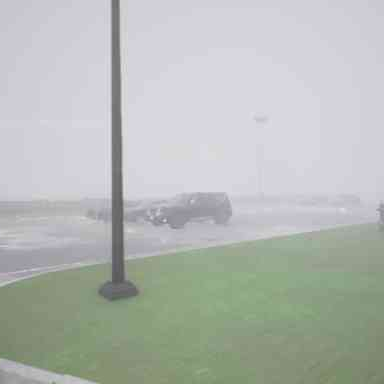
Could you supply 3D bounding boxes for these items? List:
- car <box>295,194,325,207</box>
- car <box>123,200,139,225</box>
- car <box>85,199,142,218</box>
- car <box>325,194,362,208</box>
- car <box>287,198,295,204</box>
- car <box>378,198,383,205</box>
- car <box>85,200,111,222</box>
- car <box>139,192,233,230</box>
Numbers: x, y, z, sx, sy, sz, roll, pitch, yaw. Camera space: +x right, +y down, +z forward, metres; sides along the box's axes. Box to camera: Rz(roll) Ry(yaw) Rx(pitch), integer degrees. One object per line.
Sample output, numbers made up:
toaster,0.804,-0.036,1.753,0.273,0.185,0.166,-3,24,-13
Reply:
car,14.976,0.982,40.563,4.674,1.442,1.812,-1,1,-38
car,-2.501,1.259,22.186,5.008,1.535,1.882,-1,1,-39
car,-6.542,1.316,27.916,4.181,1.385,1.994,-1,1,-39
car,17.745,0.964,38.294,4.892,1.490,1.837,-1,1,-38
car,14.882,1.012,44.946,4.718,1.301,1.895,-1,1,-38
car,23.547,0.961,38.390,5.357,1.411,2.033,-1,1,-38
car,-5.011,1.322,24.662,5.357,1.411,2.033,-1,1,-39
car,-0.016,1.011,19.690,5.566,2.045,2.150,-1,1,-39
